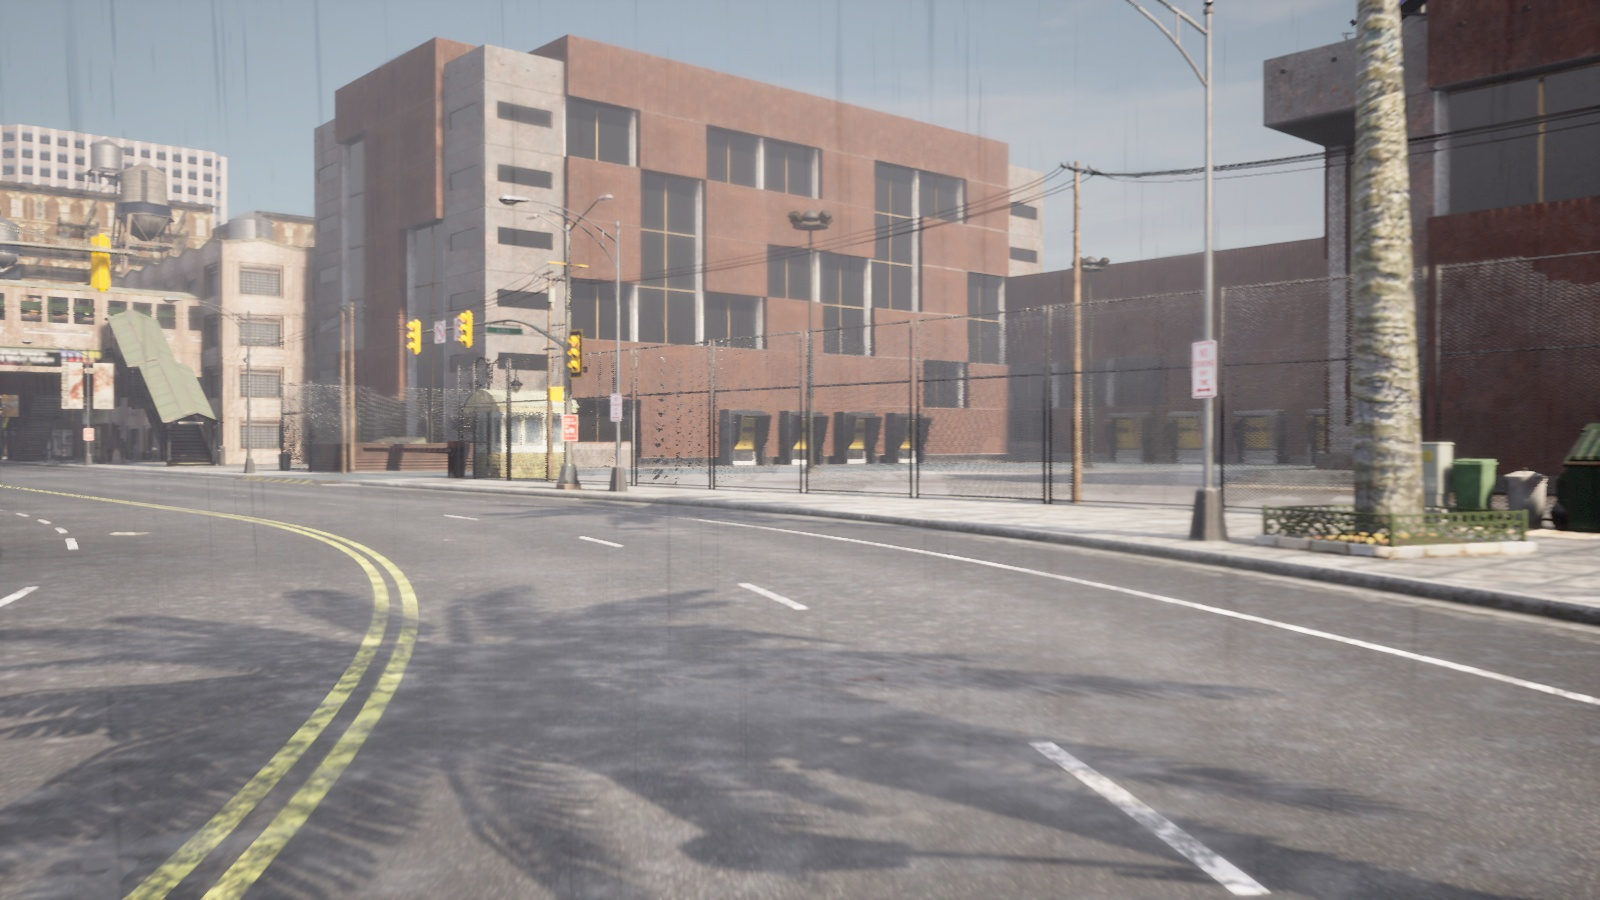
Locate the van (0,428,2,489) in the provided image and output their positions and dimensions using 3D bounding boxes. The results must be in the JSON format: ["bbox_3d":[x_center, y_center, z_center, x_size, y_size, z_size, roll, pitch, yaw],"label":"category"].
[{"bbox_3d":[-27.816,0.266,41.506,1.775,1.987,4.442,0,0,-41],"label":"van"}]

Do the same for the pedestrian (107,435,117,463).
[{"bbox_3d":[-46.302,-0.072,84.512,0.540,1.848,0.694,0,0,-32],"label":"pedestrian"}]
